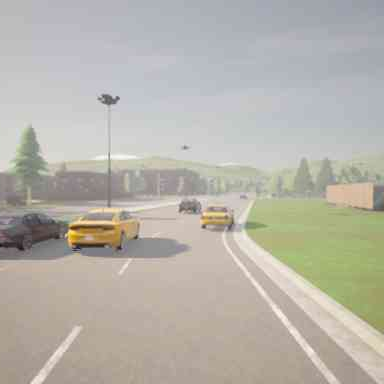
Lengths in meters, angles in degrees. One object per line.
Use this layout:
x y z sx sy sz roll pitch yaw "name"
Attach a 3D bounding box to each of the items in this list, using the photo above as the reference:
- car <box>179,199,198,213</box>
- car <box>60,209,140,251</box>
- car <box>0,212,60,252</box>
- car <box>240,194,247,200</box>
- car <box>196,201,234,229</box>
-0.144 1.448 36.112 2.128 1.511 4.902 0 0 11 "car"
-3.516 1.467 14.133 1.882 1.535 5.008 0 0 2 "car"
-7.061 1.544 13.950 2.033 1.411 5.357 0 0 3 "car"
13.845 1.246 89.689 2.033 1.411 5.357 0 0 11 "car"
1.697 1.427 21.208 1.801 1.575 5.366 0 0 10 "car"
